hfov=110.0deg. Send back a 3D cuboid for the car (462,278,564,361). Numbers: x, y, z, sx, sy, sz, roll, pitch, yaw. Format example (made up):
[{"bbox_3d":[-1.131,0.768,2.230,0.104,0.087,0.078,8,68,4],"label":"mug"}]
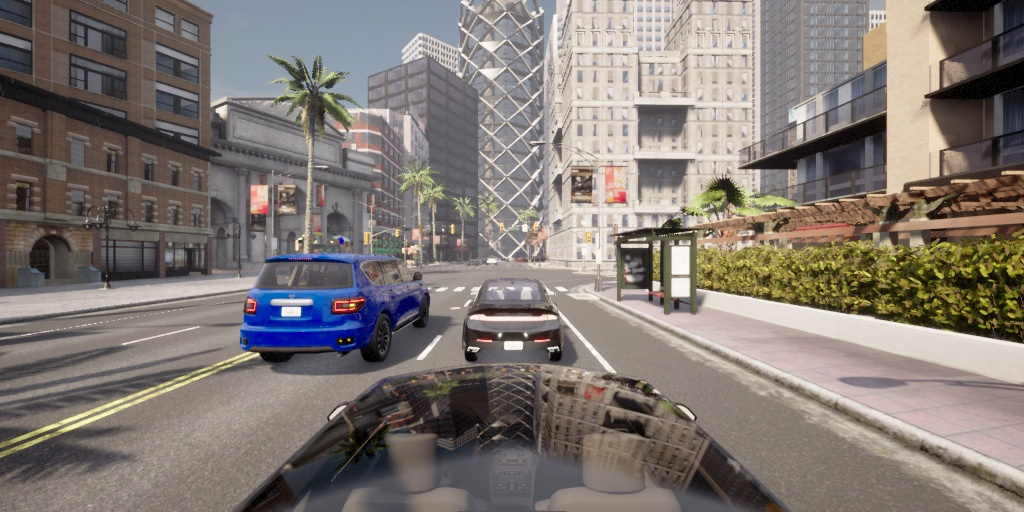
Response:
[{"bbox_3d":[0.014,1.242,8.246,2.128,1.511,4.902,0,0,0],"label":"car"}]

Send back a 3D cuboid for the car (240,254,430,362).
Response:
[{"bbox_3d":[-3.487,0.971,8.333,2.150,2.045,5.566,0,0,0],"label":"car"}]
